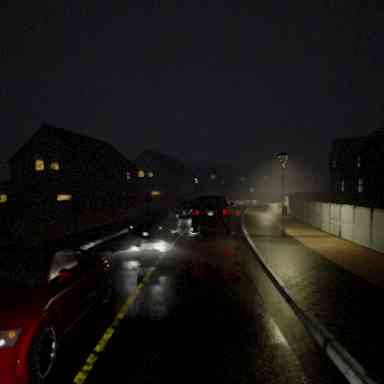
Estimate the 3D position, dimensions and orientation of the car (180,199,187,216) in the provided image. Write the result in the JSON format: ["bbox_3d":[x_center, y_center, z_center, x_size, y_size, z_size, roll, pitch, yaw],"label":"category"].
[{"bbox_3d":[-0.209,1.408,29.337,1.837,1.490,4.892,0,0,10],"label":"car"}]

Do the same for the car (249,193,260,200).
[{"bbox_3d":[12.808,0.908,69.540,1.837,1.490,4.892,0,1,25],"label":"car"}]

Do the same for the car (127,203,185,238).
[{"bbox_3d":[-1.869,1.530,17.872,2.033,1.411,5.357,0,0,6],"label":"car"}]

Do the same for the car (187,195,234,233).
[{"bbox_3d":[1.269,1.193,19.695,2.150,2.045,5.566,0,0,7],"label":"car"}]

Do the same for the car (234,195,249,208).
[{"bbox_3d":[5.719,1.353,42.274,1.895,1.301,4.718,0,1,15],"label":"car"}]

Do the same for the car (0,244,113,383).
[{"bbox_3d":[-2.670,1.570,5.239,1.994,1.385,4.181,0,0,2],"label":"car"}]
